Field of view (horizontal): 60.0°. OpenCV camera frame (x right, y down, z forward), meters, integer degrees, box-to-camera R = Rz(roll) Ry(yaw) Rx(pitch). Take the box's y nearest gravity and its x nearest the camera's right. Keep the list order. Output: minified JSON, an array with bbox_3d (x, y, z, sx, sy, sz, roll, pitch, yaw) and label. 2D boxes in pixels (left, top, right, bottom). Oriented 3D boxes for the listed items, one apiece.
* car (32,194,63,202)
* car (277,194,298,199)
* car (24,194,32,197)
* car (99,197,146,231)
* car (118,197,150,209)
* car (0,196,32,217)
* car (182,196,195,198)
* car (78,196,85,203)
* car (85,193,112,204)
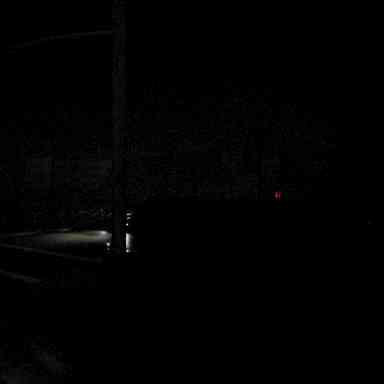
[{"bbox_3d":[-29.019,1.154,67.788,2.152,1.636,5.027,0,0,35],"label":"car"},{"bbox_3d":[12.459,1.328,42.949,2.150,2.045,5.566,0,0,35],"label":"car"},{"bbox_3d":[-34.445,1.232,71.230,1.970,1.475,3.806,0,0,35],"label":"car"},{"bbox_3d":[-3.132,1.352,20.613,2.097,1.767,4.553,0,0,35],"label":"car"},{"bbox_3d":[-7.589,1.384,43.878,1.970,1.475,3.806,0,0,35],"label":"car"},{"bbox_3d":[-15.897,1.340,26.955,2.007,1.523,4.514,0,0,35],"label":"car"},{"bbox_3d":[-0.870,1.374,48.215,1.845,1.501,3.633,0,0,35],"label":"car"},{"bbox_3d":[-18.573,1.077,60.400,1.905,1.878,3.866,0,0,35],"label":"car"},{"bbox_3d":[-15.963,1.097,59.059,1.932,1.855,4.605,0,0,35],"label":"car"}]
